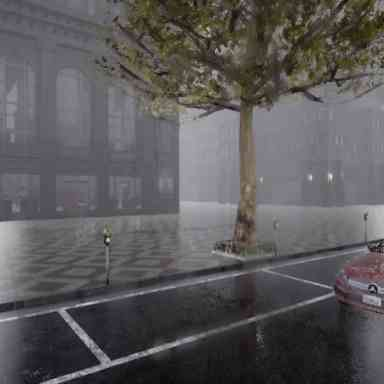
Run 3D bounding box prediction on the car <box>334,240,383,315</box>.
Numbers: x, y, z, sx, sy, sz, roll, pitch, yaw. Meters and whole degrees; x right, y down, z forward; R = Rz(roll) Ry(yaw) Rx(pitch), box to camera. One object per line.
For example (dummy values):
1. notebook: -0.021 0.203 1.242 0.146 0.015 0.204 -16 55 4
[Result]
1. car: 4.863 1.523 6.827 4.674 1.442 1.812 0 0 -35
